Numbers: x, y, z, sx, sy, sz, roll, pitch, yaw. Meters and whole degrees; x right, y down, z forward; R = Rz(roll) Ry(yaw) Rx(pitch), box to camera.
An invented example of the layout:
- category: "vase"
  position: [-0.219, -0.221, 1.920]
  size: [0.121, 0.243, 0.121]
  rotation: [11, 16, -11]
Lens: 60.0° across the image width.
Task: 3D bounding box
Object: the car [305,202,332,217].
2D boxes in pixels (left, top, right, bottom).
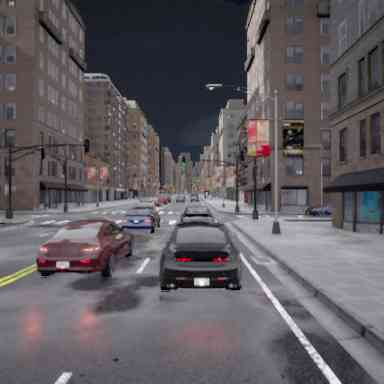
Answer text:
- category: "car"
  position: [14.120, 1.734, 33.033]
  size: [5.357, 1.411, 2.033]
  rotation: [0, -1, -3]

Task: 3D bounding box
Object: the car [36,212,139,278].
- category: "car"
  position: [-3.021, 1.558, 10.166]
  size: [1.812, 1.442, 4.674]
  rotation: [0, 0, 1]

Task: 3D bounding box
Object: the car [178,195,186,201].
- category: "car"
  position: [-2.555, 1.505, 85.563]
  size: [1.882, 1.535, 5.008]
  rotation: [0, 0, 0]

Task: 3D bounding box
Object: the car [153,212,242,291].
- category: "car"
  position: [0.210, 1.535, 9.050]
  size: [1.837, 1.490, 4.892]
  rotation: [0, 0, 0]

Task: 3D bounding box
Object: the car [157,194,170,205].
- category: "car"
  position: [-6.005, 1.380, 64.671]
  size: [2.150, 2.045, 5.566]
  rotation: [0, 0, 1]

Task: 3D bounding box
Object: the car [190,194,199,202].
- category: "car"
  position: [0.628, 1.701, 75.297]
  size: [1.812, 1.442, 4.674]
  rotation: [0, 0, 0]

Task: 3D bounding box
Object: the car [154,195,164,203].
- category: "car"
  position: [-6.132, 1.663, 54.008]
  size: [1.812, 1.442, 4.674]
  rotation: [0, 0, 1]

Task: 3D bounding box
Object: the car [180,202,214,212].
- category: "car"
  position: [0.291, 1.550, 19.511]
  size: [2.128, 1.511, 4.902]
  rotation: [0, 0, 0]

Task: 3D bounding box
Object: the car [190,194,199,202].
- category: "car"
  position: [0.696, 1.420, 85.566]
  size: [2.150, 2.045, 5.566]
  rotation: [0, 0, 0]

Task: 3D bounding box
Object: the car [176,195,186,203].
- category: "car"
  position: [-2.631, 1.723, 75.560]
  size: [1.994, 1.385, 4.181]
  rotation: [0, 0, 0]

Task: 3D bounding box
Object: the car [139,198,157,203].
- category: "car"
  position: [-6.217, 1.716, 43.997]
  size: [1.895, 1.301, 4.718]
  rotation: [0, 0, 0]

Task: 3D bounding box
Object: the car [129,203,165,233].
- category: "car"
  position: [-2.981, 1.607, 20.134]
  size: [2.033, 1.411, 5.357]
  rotation: [0, 0, -1]
